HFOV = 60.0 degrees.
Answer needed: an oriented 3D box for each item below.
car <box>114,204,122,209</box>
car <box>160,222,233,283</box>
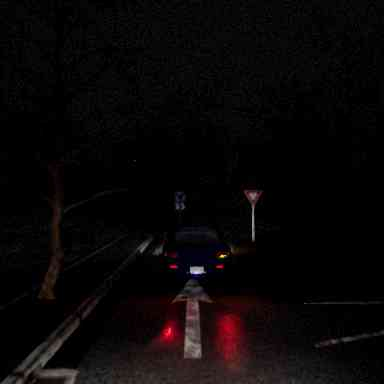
[{"bbox_3d":[-9.587,2.265,43.482,4.718,1.301,1.895,1,-2,13],"label":"car"},{"bbox_3d":[0.115,1.609,9.796,1.812,1.442,4.674,0,0,0],"label":"car"}]
